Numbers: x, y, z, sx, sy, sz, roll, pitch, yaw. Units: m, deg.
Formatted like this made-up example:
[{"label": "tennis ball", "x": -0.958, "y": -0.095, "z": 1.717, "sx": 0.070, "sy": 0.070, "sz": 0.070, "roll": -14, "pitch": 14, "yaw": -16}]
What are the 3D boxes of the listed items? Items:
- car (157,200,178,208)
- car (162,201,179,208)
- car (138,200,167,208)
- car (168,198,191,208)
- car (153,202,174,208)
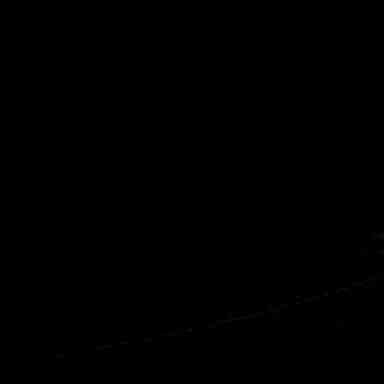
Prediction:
[{"label": "car", "x": -6.599, "y": 3.278, "z": 89.666, "sx": 5.566, "sy": 2.045, "sz": 2.435, "roll": 1, "pitch": -3, "yaw": -7}, {"label": "car", "x": -5.911, "y": 3.517, "z": 92.548, "sx": 4.553, "sy": 1.767, "sz": 2.185, "roll": 1, "pitch": -2, "yaw": -7}, {"label": "car", "x": -9.285, "y": 2.743, "z": 78.065, "sx": 5.566, "sy": 2.045, "sz": 2.435, "roll": 1, "pitch": -2, "yaw": -8}, {"label": "car", "x": -0.422, "y": 1.655, "z": 48.354, "sx": 4.902, "sy": 1.511, "sz": 2.128, "roll": -1, "pitch": -3, "yaw": 24}, {"label": "car", "x": -7.492, "y": 3.399, "z": 86.719, "sx": 5.366, "sy": 1.575, "sz": 1.946, "roll": 1, "pitch": -2, "yaw": -7}]
